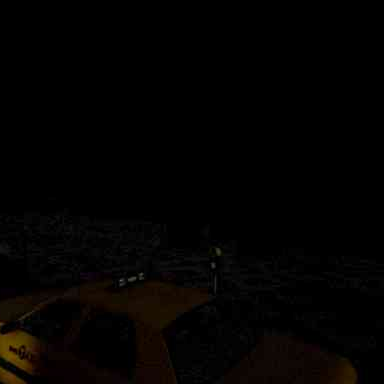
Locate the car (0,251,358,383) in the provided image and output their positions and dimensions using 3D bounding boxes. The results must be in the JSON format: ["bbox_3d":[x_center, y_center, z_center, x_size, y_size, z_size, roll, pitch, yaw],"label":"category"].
[{"bbox_3d":[-0.854,1.525,3.577,4.829,1.417,1.752,0,0,36],"label":"car"}]
